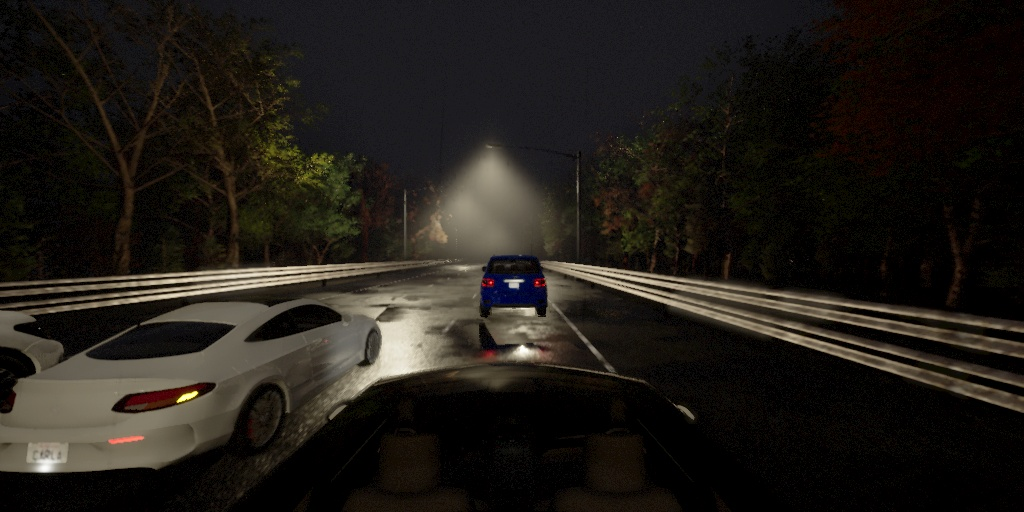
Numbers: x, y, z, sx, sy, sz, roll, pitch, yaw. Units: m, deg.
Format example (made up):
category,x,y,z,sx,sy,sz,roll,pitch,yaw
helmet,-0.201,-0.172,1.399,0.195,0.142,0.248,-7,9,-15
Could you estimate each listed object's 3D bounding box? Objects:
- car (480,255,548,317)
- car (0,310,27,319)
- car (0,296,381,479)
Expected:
category,x,y,z,sx,sy,sz,roll,pitch,yaw
car,0.039,0.971,13.343,2.150,2.045,5.566,0,0,0
car,-6.913,0.971,2.198,2.150,2.045,5.566,0,0,0
car,-3.402,1.276,4.931,1.812,1.442,4.674,0,0,0
